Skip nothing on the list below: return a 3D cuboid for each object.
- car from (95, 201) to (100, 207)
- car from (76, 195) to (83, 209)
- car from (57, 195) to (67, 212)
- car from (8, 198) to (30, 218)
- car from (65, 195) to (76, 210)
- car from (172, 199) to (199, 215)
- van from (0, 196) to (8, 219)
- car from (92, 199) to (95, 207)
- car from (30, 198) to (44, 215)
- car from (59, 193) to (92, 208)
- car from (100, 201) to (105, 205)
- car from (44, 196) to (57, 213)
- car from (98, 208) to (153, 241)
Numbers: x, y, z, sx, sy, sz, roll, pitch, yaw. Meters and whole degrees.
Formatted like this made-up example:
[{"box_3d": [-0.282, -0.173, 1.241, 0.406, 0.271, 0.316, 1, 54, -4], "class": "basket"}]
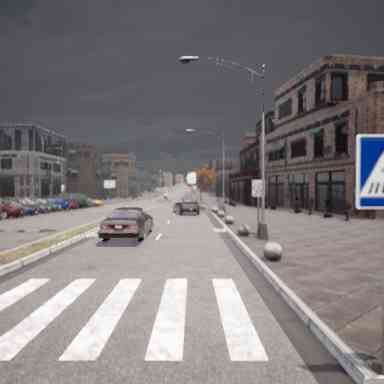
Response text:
[{"box_3d": [-16.524, 1.536, 48.834, 4.674, 1.452, 2.002, 0, -1, -1], "class": "car"}, {"box_3d": [-16.416, 1.422, 40.568, 5.008, 1.535, 2.097, 0, 0, -1], "class": "car"}, {"box_3d": [-16.344, 1.392, 35.057, 4.892, 1.521, 2.231, 0, 0, -1], "class": "car"}, {"box_3d": [-16.235, 1.372, 26.789, 5.008, 1.535, 2.097, 0, 0, -1], "class": "car"}, {"box_3d": [-16.370, 1.405, 37.813, 5.008, 1.535, 2.097, 0, 0, -1], "class": "car"}, {"box_3d": [-0.685, 1.368, 32.106, 2.128, 1.511, 4.902, 0, 0, -14], "class": "car"}, {"box_3d": [-16.310, 1.147, 24.153, 4.442, 1.987, 1.878, 0, 0, -1], "class": "van"}, {"box_3d": [-16.452, 1.342, 46.080, 4.553, 1.767, 2.185, 0, 0, -1], "class": "car"}, {"box_3d": [-16.236, 1.404, 29.545, 4.792, 1.488, 2.163, 0, 0, -1], "class": "car"}, {"box_3d": [-16.477, 1.192, 43.326, 5.566, 2.045, 2.435, 0, 0, -1], "class": "car"}, {"box_3d": [-16.371, 1.524, 51.594, 5.366, 1.575, 1.946, 0, -1, -1], "class": "car"}, {"box_3d": [-16.309, 1.382, 32.300, 4.892, 1.521, 2.231, 0, 0, -1], "class": "car"}, {"box_3d": [-3.009, 1.457, 15.972, 2.033, 1.411, 5.357, 0, 0, -1], "class": "car"}]
